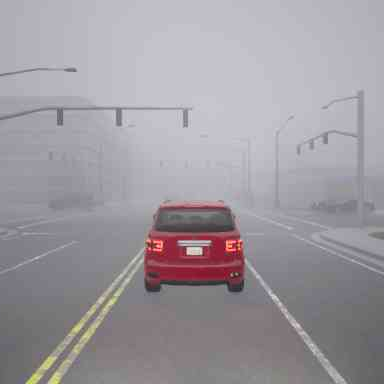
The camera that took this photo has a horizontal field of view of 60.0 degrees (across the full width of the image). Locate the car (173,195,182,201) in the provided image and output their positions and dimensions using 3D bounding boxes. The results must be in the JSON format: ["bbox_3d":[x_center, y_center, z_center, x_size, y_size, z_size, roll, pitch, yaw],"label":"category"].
[{"bbox_3d":[-3.616,1.552,81.146,1.994,1.385,4.181,0,0,0],"label":"car"}]

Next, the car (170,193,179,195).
[{"bbox_3d":[-3.667,1.352,54.634,2.097,1.767,4.553,0,0,0],"label":"car"}]

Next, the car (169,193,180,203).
[{"bbox_3d":[-3.599,1.221,69.414,2.150,2.045,5.566,0,0,0],"label":"car"}]

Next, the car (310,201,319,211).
[{"bbox_3d":[16.103,1.352,38.586,4.553,1.767,2.097,0,0,0],"label":"car"}]

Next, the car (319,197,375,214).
[{"bbox_3d":[16.562,1.478,35.079,5.008,1.535,1.882,0,0,0],"label":"car"}]

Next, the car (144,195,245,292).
[{"bbox_3d":[0.060,1.221,9.047,2.150,2.045,5.566,0,0,0],"label":"car"}]

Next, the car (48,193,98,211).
[{"bbox_3d":[-14.027,1.161,39.426,5.566,2.045,2.150,0,0,3],"label":"car"}]
